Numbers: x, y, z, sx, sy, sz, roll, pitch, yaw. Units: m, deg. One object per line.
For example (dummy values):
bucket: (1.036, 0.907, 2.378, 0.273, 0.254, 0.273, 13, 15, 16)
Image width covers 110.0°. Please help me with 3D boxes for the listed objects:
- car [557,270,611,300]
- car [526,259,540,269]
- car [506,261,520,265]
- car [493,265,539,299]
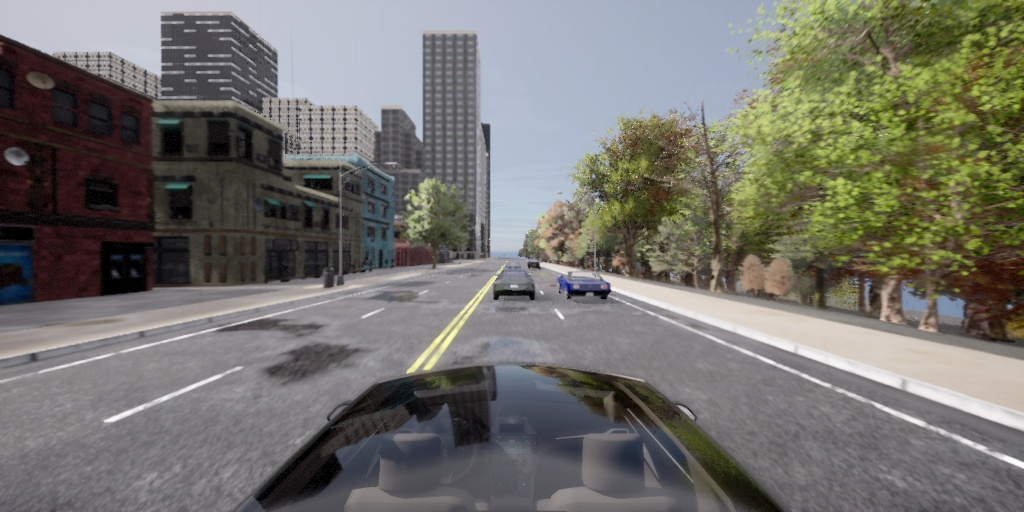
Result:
car: (3.352, 1.354, 17.662, 1.895, 1.301, 4.718, 0, 0, 0)
car: (3.359, 1.239, 56.869, 1.882, 1.535, 5.008, 0, 0, 0)
car: (0.106, 1.305, 40.381, 2.033, 1.411, 5.357, 0, 0, 0)
car: (0.103, 1.318, 18.046, 1.994, 1.385, 4.181, 0, 0, 0)
